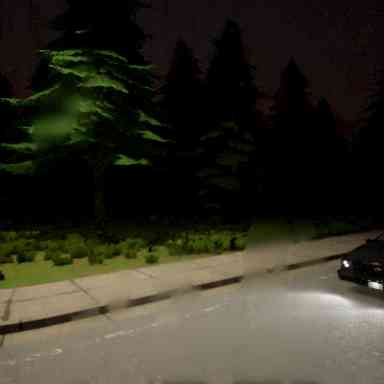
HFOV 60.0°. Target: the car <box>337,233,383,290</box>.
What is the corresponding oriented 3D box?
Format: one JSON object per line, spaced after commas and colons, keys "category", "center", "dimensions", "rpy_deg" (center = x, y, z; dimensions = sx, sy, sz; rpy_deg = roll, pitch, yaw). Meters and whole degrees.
{"category": "car", "center": [5.800, 1.426, 8.132], "dimensions": [5.357, 1.411, 2.033], "rpy_deg": [-1, 1, -35]}
